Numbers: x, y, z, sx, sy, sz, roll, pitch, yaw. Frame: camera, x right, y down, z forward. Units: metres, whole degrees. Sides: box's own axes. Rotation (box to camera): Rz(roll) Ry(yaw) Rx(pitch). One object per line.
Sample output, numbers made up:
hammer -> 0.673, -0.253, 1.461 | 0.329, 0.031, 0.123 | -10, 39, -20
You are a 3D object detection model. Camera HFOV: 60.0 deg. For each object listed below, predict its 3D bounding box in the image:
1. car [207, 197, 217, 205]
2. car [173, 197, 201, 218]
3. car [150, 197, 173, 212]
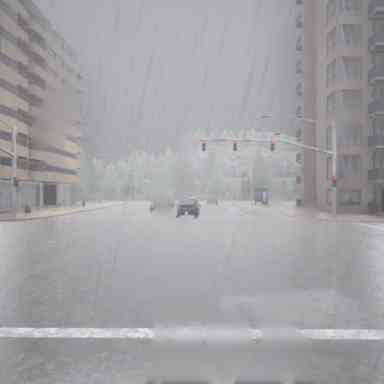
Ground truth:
car -> 3.720, 1.547, 60.779 | 2.033, 1.411, 5.357 | 0, 0, 4
car -> -0.305, 1.505, 30.296 | 1.837, 1.490, 4.892 | 1, 0, 4
car -> -3.614, 1.352, 38.279 | 2.097, 1.767, 4.553 | 0, 0, 0
